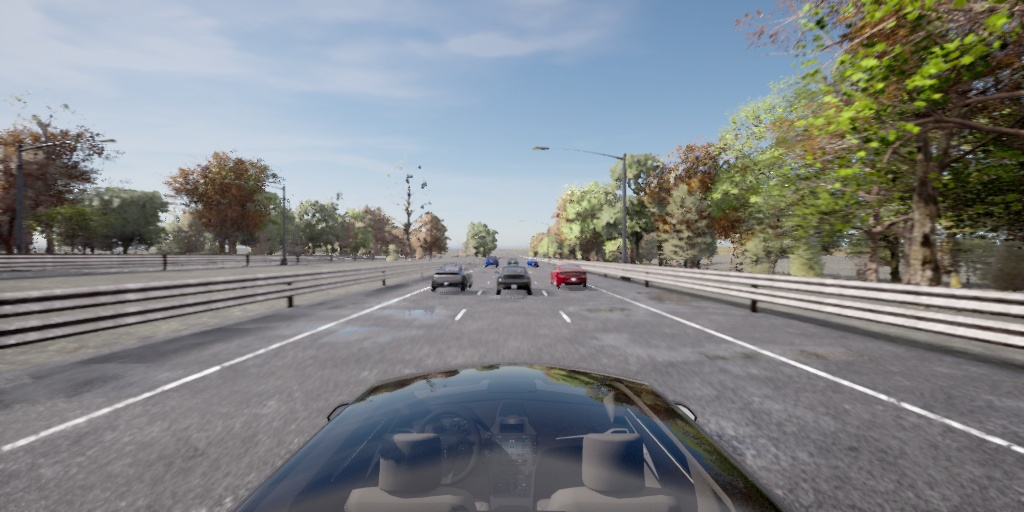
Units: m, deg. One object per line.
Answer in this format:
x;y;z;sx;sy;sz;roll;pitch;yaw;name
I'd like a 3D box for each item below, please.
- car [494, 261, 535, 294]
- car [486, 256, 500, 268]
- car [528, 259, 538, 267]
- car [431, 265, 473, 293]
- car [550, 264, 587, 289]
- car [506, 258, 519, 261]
0.099;1.255;20.096;1.837;1.490;4.892;0;0;0;car
-3.408;0.964;62.652;2.150;2.045;5.566;0;0;0;car
3.592;1.219;63.794;1.882;1.535;5.008;0;0;0;car
-3.402;1.240;20.967;2.128;1.511;4.902;0;0;0;car
3.597;1.226;23.448;1.882;1.535;5.008;0;0;0;car
0.093;1.093;60.380;2.097;1.767;4.553;0;0;0;car
